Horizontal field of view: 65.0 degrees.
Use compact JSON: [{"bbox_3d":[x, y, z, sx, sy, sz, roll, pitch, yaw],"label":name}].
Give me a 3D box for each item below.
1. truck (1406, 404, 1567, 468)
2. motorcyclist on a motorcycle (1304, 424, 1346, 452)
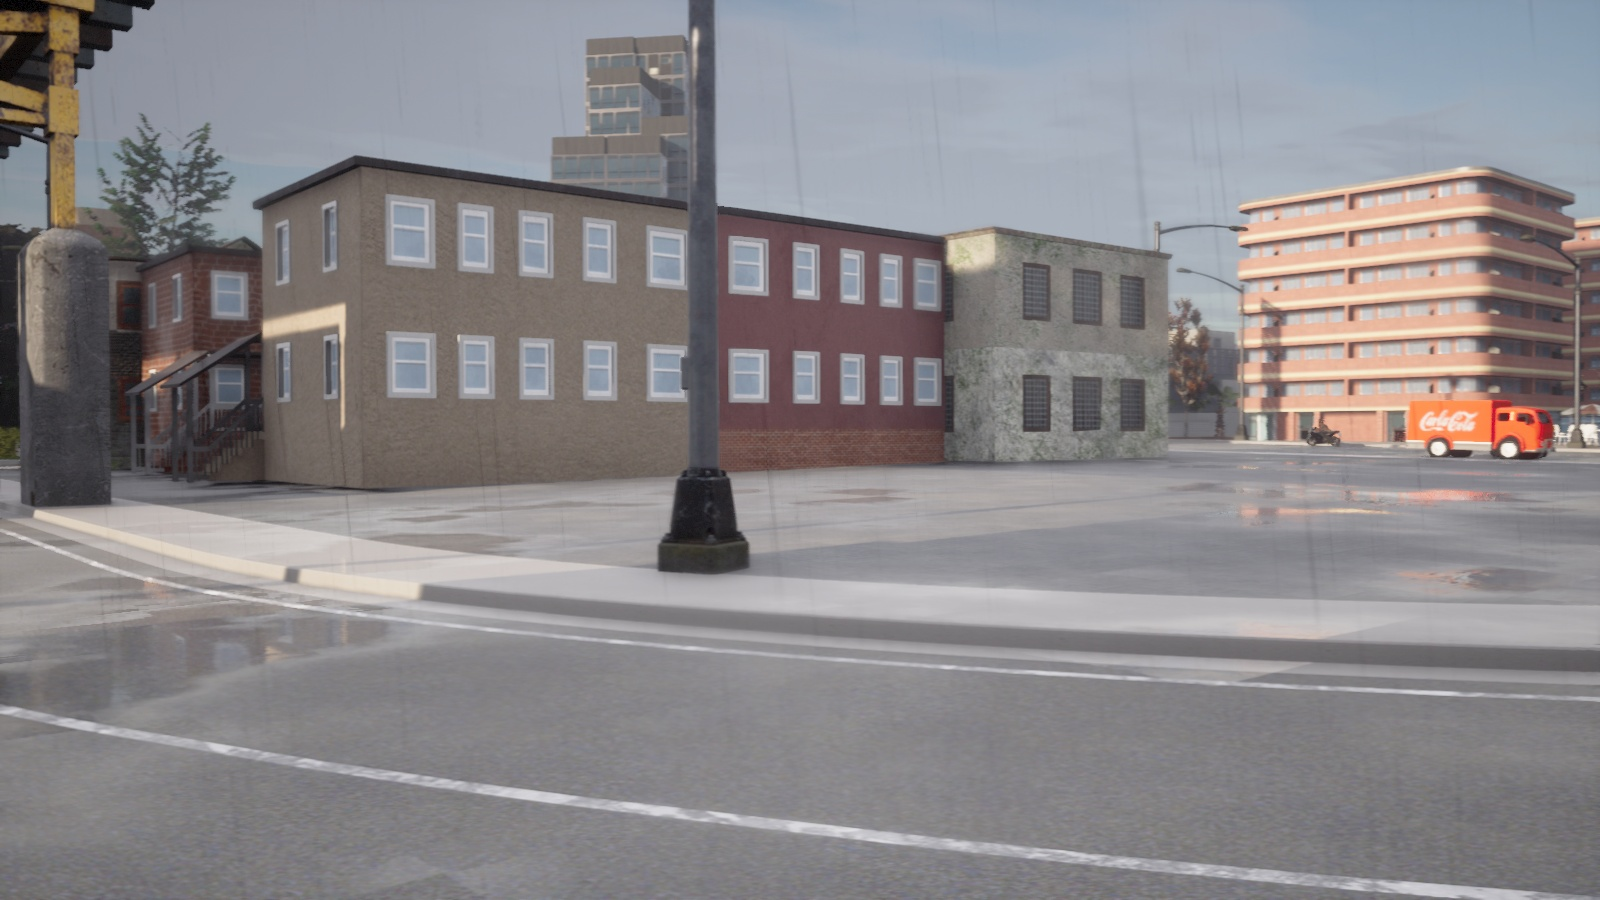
[{"bbox_3d":[28.503,-0.629,52.259,2.627,2.467,5.204,0,2,-40],"label":"truck"},{"bbox_3d":[30.096,-0.694,72.068,0.797,1.523,2.044,0,2,-40],"label":"motorcyclist on a motorcycle"}]
